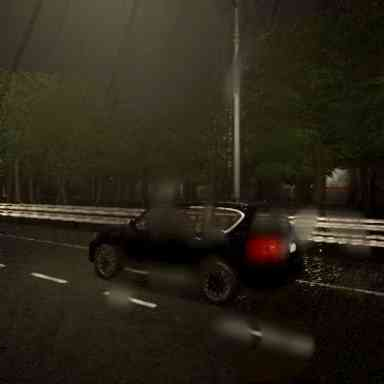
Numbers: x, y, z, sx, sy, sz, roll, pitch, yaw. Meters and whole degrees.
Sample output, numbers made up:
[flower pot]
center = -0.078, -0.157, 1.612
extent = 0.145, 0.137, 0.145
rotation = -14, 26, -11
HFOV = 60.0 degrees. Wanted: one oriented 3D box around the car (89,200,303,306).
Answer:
[car]
center = -0.152, 1.219, 8.275
extent = 5.566, 2.045, 2.150
rotation = 0, 0, 35
